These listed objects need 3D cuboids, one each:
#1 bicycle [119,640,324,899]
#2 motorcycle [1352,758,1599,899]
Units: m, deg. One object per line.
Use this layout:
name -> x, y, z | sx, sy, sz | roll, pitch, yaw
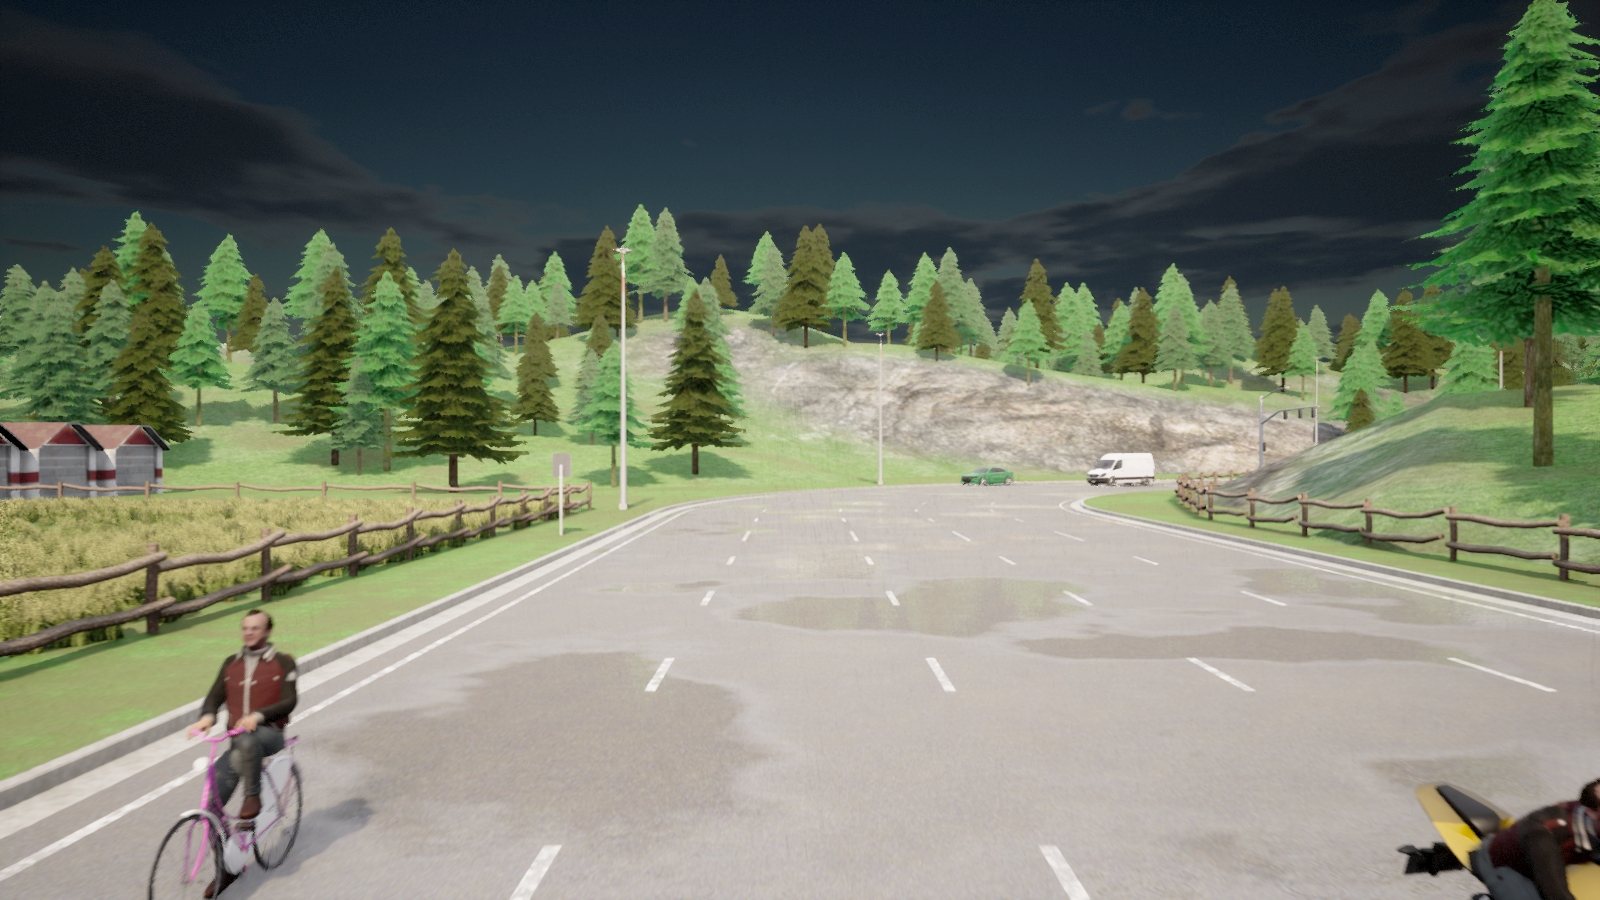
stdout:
bicycle -> -3.489, 2.060, 7.054 | 0.329, 1.471, 1.835 | 0, 0, 0
motorcycle -> 3.304, 2.205, 4.633 | 0.867, 1.251, 2.209 | -3, 1, -5
